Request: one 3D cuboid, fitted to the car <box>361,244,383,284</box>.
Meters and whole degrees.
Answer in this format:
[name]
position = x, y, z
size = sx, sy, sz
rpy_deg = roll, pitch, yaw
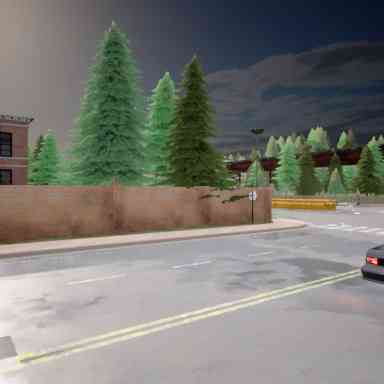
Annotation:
[car]
position = 6.323, 1.547, 8.239
size = 5.357, 1.411, 2.033
rpy_deg = 0, 0, -35
